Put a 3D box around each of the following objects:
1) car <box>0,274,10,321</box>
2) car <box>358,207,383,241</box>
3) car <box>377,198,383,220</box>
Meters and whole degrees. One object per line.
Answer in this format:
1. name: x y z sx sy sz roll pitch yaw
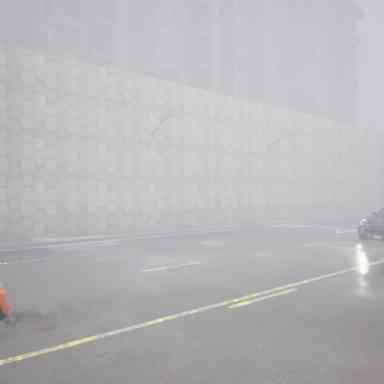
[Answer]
1. car: -5.129 1.352 4.486 4.553 1.767 2.097 0 0 -37
2. car: 9.730 1.353 15.523 4.553 1.767 2.097 0 0 -36
3. car: 15.350 1.181 23.932 4.674 1.442 1.812 0 0 -36
